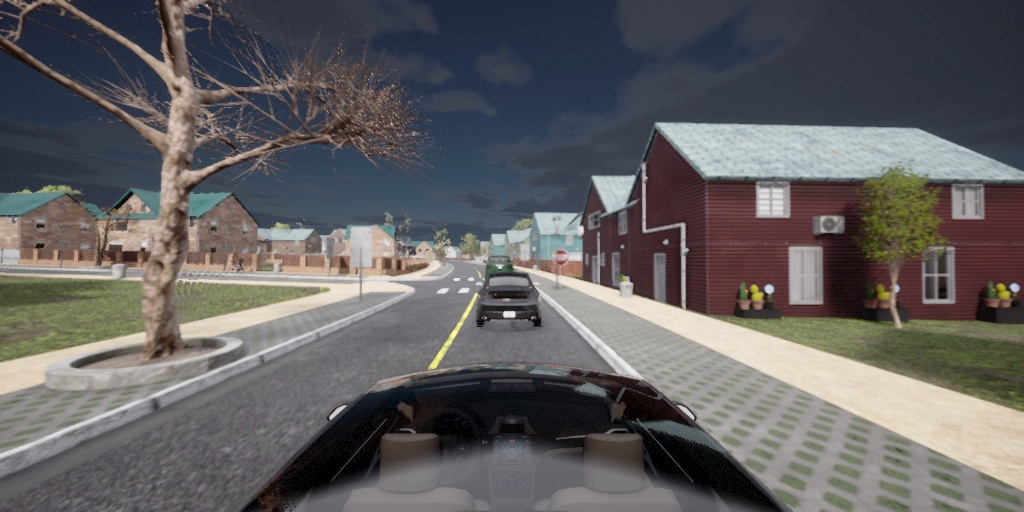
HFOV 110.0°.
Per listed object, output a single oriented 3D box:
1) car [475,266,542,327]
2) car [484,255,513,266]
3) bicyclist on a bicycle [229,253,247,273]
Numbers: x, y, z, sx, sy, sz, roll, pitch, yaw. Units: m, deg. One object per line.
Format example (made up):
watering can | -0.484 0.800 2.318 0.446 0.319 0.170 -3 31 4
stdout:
car | -0.132 1.243 11.555 1.837 1.490 4.892 0 0 -2
car | -1.080 0.937 28.944 2.150 2.045 5.566 0 0 -4
bicyclist on a bicycle | -22.357 0.599 29.256 0.582 1.620 1.656 1 0 7
